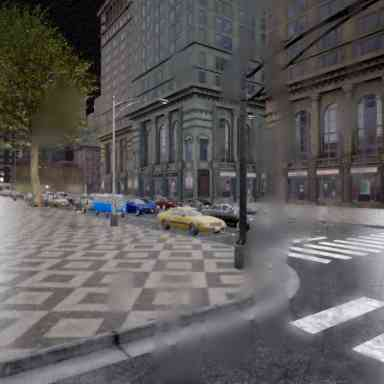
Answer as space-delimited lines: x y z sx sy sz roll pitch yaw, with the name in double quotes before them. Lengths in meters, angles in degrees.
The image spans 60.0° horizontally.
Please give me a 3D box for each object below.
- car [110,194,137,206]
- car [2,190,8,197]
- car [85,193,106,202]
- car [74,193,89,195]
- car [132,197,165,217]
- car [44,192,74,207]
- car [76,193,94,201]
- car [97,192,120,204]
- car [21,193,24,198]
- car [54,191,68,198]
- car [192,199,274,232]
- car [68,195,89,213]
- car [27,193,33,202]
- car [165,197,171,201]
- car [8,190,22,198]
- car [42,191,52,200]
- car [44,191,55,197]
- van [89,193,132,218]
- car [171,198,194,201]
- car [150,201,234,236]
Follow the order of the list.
"car" -9.492 1.074 45.832 2.008 1.369 4.403 1 0 -35
"car" -42.368 0.331 77.620 1.967 1.590 4.097 1 0 -35
"car" -15.971 0.911 55.009 2.008 1.369 4.403 1 0 -35
"car" -15.013 0.996 43.556 2.128 1.511 4.902 0 1 -35
"car" -4.614 1.226 28.741 1.882 1.535 5.008 0 1 -35
"car" -16.354 1.051 40.770 1.752 1.417 4.829 1 0 -35
"car" -19.211 0.862 59.597 1.802 1.307 4.206 1 0 -35
"car" -12.729 0.881 50.420 1.967 1.590 4.097 1 0 -35
"car" -26.171 0.831 54.676 2.008 1.369 4.403 1 0 -35
"car" -28.928 0.588 73.362 1.887 1.381 4.507 1 0 -35
"car" 2.408 1.371 18.803 2.128 1.511 4.902 0 1 -36
"car" -9.972 1.231 31.727 2.008 1.369 4.403 1 0 -35
"car" -22.931 0.911 50.087 2.008 1.369 4.403 1 0 -35
"car" -3.011 1.224 36.651 1.887 1.381 4.507 1 0 -35
"car" -35.888 0.484 68.442 1.967 1.590 4.097 1 0 -35
"car" -19.691 0.992 45.498 2.008 1.369 4.403 1 0 -35
"car" -35.408 0.472 82.539 1.802 1.307 4.206 1 0 -35
"van" -6.730 1.091 27.137 1.690 1.788 3.998 1 0 -35
"car" 0.228 1.316 32.062 1.947 1.339 4.313 1 0 -35
"car" -0.153 1.398 17.816 1.752 1.417 4.829 1 0 -35
